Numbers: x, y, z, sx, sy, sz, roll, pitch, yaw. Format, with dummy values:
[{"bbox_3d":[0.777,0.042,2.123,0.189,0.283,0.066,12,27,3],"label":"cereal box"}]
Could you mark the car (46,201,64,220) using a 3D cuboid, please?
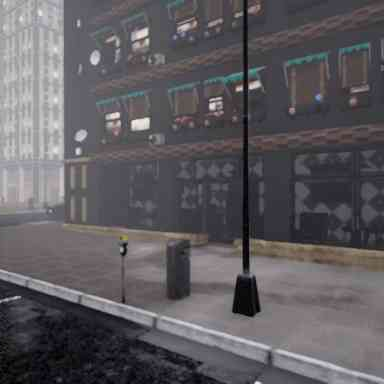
[{"bbox_3d":[-7.985,1.236,23.276,1.947,1.339,4.313,1,2,35],"label":"car"}]
